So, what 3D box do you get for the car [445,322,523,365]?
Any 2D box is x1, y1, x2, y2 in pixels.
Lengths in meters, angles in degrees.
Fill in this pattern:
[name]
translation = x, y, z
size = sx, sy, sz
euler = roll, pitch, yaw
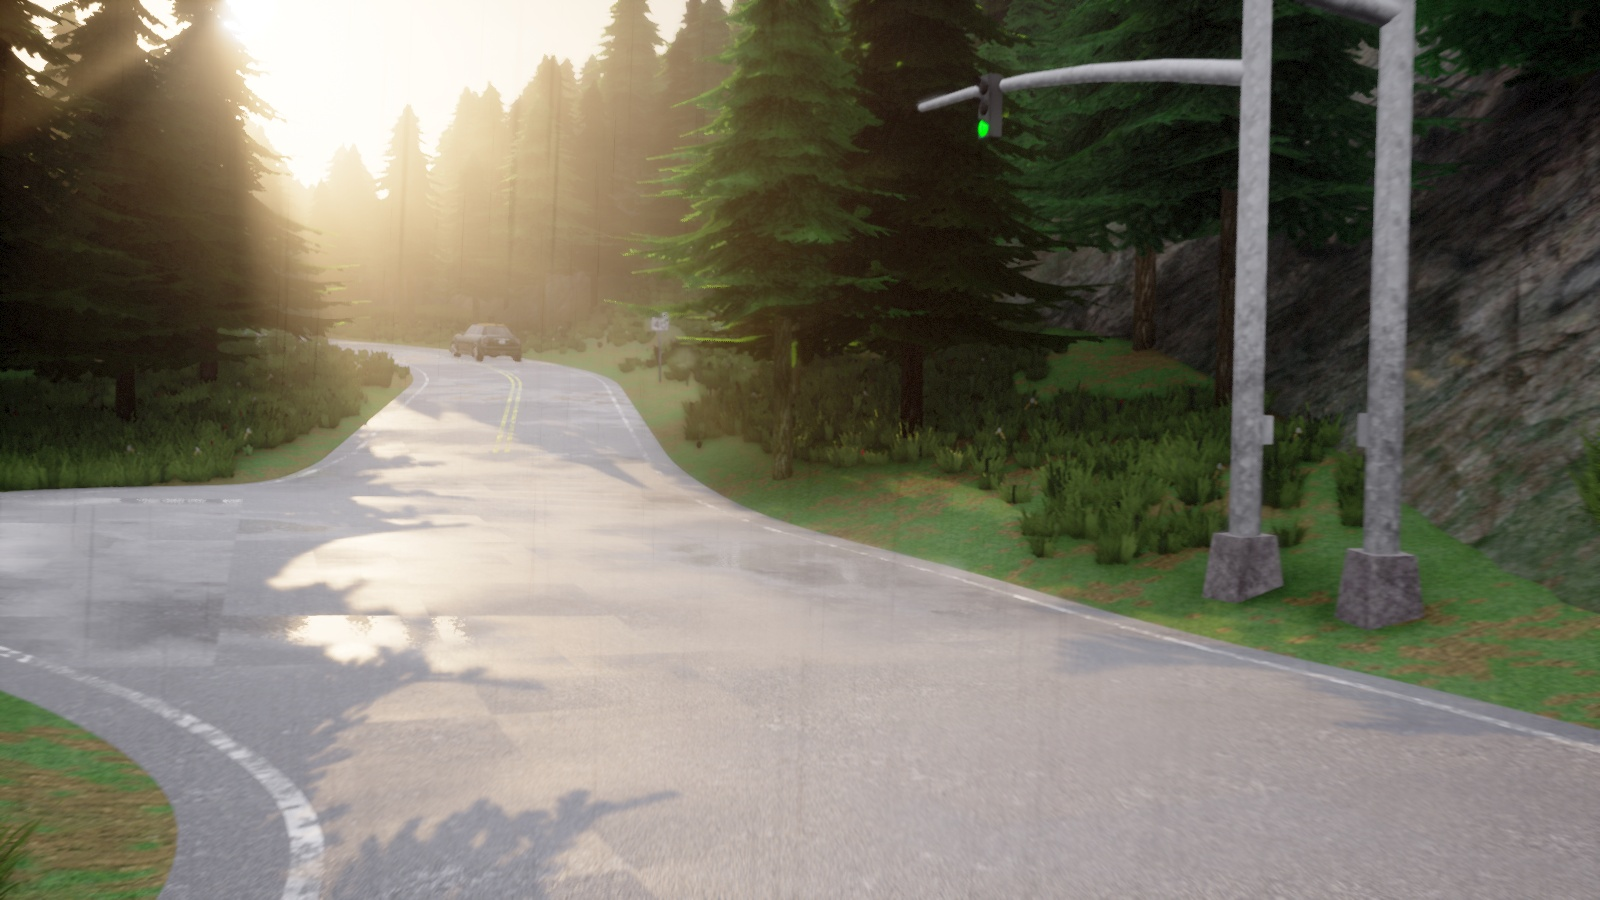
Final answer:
[car]
translation = -14.850, -5.012, 58.879
size = 2.097, 1.767, 4.553
euler = -2, 8, -34
